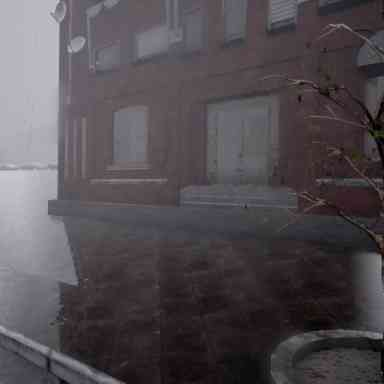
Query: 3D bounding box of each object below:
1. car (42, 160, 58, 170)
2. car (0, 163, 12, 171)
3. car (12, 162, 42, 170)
[{"bbox_3d":[-16.726,-3.372,43.423,4.553,1.767,2.185,1,1,26],"label":"car"},{"bbox_3d":[-26.642,-3.431,48.319,4.674,1.452,2.002,1,1,28],"label":"car"},{"bbox_3d":[-21.808,-3.369,45.863,4.892,1.521,2.231,1,1,27],"label":"car"}]
